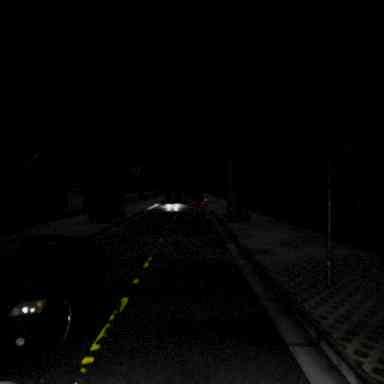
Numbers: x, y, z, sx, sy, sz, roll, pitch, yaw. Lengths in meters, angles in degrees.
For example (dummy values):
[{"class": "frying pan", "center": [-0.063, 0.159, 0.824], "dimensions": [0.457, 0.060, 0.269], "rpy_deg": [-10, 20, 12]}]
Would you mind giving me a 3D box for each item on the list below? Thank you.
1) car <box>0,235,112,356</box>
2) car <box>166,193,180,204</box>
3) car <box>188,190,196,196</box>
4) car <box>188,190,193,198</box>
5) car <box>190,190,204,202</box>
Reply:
[{"class": "car", "center": [-2.848, 1.530, 6.108], "dimensions": [1.994, 1.385, 4.181], "rpy_deg": [0, 0, 0]}, {"class": "car", "center": [-2.794, 0.909, 49.385], "dimensions": [2.128, 1.511, 4.902], "rpy_deg": [0, 1, 0]}, {"class": "car", "center": [0.062, 0.249, 93.090], "dimensions": [2.128, 1.511, 4.902], "rpy_deg": [0, 1, 0]}, {"class": "car", "center": [0.048, 0.522, 72.998], "dimensions": [2.033, 1.411, 5.357], "rpy_deg": [0, 1, 0]}, {"class": "car", "center": [0.998, 0.858, 55.074], "dimensions": [1.812, 1.442, 4.674], "rpy_deg": [0, 1, 0]}]
